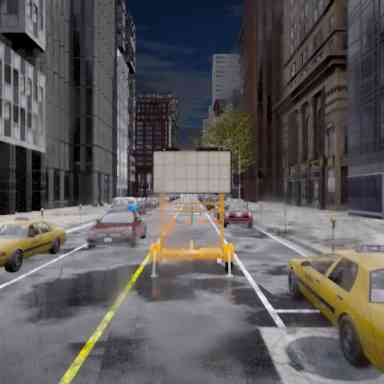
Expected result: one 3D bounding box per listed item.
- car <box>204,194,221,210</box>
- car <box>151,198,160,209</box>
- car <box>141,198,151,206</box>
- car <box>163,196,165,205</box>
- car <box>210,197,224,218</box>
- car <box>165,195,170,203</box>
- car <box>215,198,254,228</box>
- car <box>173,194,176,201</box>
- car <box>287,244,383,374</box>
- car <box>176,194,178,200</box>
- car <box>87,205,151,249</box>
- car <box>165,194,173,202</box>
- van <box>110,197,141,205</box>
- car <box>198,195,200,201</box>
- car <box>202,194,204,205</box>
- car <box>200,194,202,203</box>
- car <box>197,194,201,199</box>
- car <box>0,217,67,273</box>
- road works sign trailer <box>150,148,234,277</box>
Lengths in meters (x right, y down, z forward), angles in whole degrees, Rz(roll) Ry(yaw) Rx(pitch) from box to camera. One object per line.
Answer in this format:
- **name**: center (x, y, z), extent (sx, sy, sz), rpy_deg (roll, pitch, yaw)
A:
- **car**: center (2.858, 1.337, 39.167), extent (2.192, 1.841, 5.009), rpy_deg (0, 0, 0)
- **car**: center (-5.668, 1.474, 44.820), extent (1.967, 1.590, 4.097), rpy_deg (0, 0, 0)
- **car**: center (-5.667, 1.577, 33.541), extent (1.947, 1.339, 4.313), rpy_deg (0, 0, 0)
- **car**: center (-5.667, 1.591, 50.458), extent (1.887, 1.381, 4.507), rpy_deg (0, 0, 0)
- **car**: center (2.859, 1.444, 27.887), extent (1.967, 1.590, 4.097), rpy_deg (0, 0, 0)
- **car**: center (-5.667, 1.653, 61.736), extent (1.802, 1.307, 4.206), rpy_deg (0, 0, 0)
- **car**: center (2.859, 1.439, 22.249), extent (1.967, 1.590, 4.097), rpy_deg (0, 0, 0)
- **car**: center (-5.669, 1.439, 78.652), extent (2.192, 1.841, 5.009), rpy_deg (0, 0, 0)
- **car**: center (2.866, 1.523, 5.532), extent (1.752, 1.417, 4.829), rpy_deg (0, 0, 1)
- **car**: center (-5.669, 1.487, 89.931), extent (2.192, 1.841, 5.009), rpy_deg (0, 0, 0)
- **car**: center (-3.100, 1.522, 14.600), extent (1.812, 1.442, 4.674), rpy_deg (0, 0, 0)
- **car**: center (-5.668, 1.627, 72.844), extent (1.752, 1.417, 4.829), rpy_deg (0, 0, 0)
- **van**: center (-5.666, 1.345, 27.903), extent (1.690, 1.788, 3.998), rpy_deg (0, 0, 0)
- **car**: center (2.857, 1.684, 73.004), extent (1.802, 1.307, 4.206), rpy_deg (0, 0, 0)
- **car**: center (2.858, 1.349, 44.806), extent (2.192, 1.841, 5.009), rpy_deg (0, 0, 0)
- **car**: center (2.858, 1.499, 56.085), extent (1.967, 1.590, 4.097), rpy_deg (0, 0, 0)
- **car**: center (2.857, 1.690, 78.641), extent (1.947, 1.339, 4.313), rpy_deg (0, 0, 0)
- **car**: center (-5.667, 1.523, 10.778), extent (1.752, 1.417, 4.829), rpy_deg (0, 0, 1)
- **road works sign trailer**: center (0.000, 0.462, 10.189), extent (2.380, 3.560, 2.880), rpy_deg (0, 0, 0)
